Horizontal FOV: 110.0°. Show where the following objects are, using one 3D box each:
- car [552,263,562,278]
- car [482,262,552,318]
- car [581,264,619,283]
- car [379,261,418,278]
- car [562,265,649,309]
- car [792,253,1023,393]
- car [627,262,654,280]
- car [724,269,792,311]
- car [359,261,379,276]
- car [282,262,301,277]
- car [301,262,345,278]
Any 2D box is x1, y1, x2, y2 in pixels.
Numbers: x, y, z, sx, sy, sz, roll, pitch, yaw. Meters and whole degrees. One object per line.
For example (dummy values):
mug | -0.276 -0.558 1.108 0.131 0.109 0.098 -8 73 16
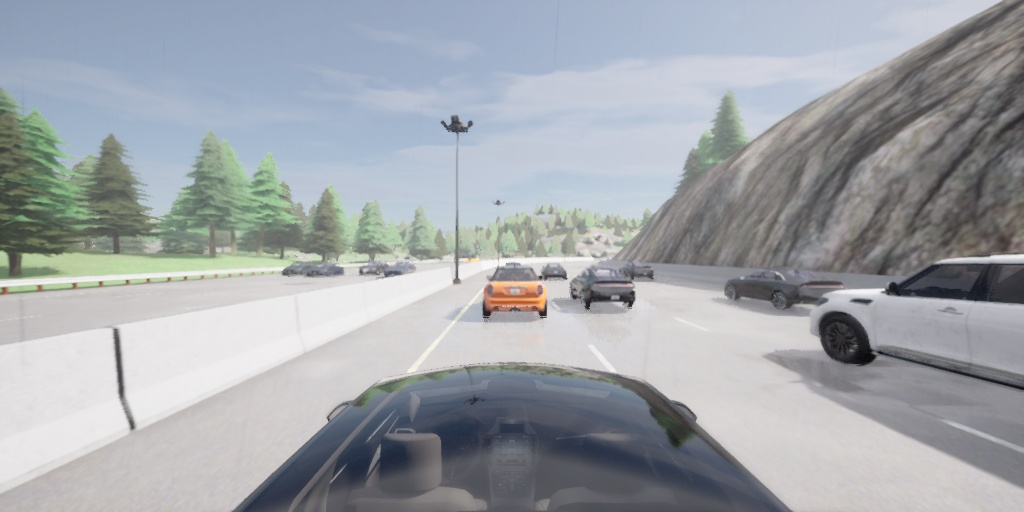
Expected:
car | 3.602 1.314 31.495 1.994 1.385 4.181 0 0 0
car | 0.100 1.102 13.192 2.097 1.767 4.553 0 0 0
car | 7.102 1.351 29.415 1.895 1.301 4.718 0 0 0
car | -10.594 1.298 34.580 2.033 1.411 5.357 0 0 0
car | 3.602 1.242 14.925 2.128 1.511 4.902 0 0 0
car | 7.099 0.971 4.854 2.150 2.045 5.566 0 0 0
car | 10.603 1.242 30.955 2.128 1.511 4.902 0 0 0
car | 10.602 1.242 14.398 2.128 1.511 4.902 0 0 0
car | -14.075 1.242 36.899 2.128 1.511 4.902 0 0 0
car | -21.076 1.315 36.017 1.994 1.385 4.181 0 0 0
car | -17.582 1.315 34.013 1.994 1.385 4.181 0 0 0
